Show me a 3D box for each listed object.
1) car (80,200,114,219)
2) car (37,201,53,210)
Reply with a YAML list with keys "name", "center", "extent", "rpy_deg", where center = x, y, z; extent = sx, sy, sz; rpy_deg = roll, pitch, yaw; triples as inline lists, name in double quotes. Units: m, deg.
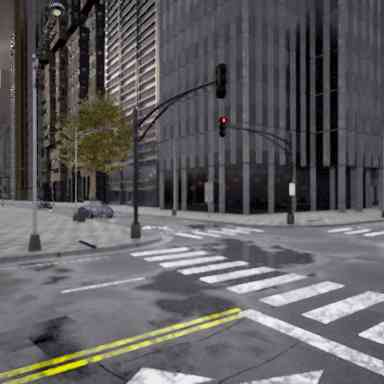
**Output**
- name: "car"
  center: [-9.117, 1.583, 31.515]
  extent: [2.097, 1.767, 4.553]
  rpy_deg: [0, 0, -35]
- name: "car"
  center: [-22.625, 2.031, 50.692]
  extent: [1.994, 1.385, 4.181]
  rpy_deg: [0, -1, -35]
